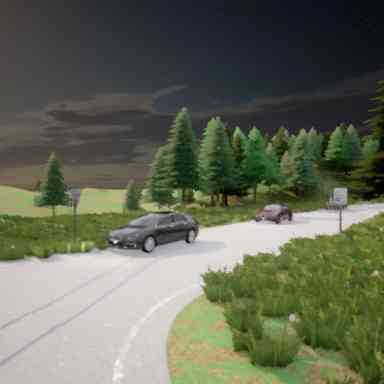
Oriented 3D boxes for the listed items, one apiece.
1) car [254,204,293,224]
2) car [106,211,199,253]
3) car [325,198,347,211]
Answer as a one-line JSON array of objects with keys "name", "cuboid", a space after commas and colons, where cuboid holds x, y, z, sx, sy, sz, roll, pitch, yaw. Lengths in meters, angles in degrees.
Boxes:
[{"name": "car", "cuboid": [6.539, 1.678, 26.262, 1.812, 1.442, 4.674, 0, 0, 35]}, {"name": "car", "cuboid": [-1.548, 1.648, 14.698, 1.837, 1.490, 4.892, 0, 0, 35]}, {"name": "car", "cuboid": [19.111, 1.516, 44.072, 2.097, 1.767, 4.553, 0, 0, 35]}]
